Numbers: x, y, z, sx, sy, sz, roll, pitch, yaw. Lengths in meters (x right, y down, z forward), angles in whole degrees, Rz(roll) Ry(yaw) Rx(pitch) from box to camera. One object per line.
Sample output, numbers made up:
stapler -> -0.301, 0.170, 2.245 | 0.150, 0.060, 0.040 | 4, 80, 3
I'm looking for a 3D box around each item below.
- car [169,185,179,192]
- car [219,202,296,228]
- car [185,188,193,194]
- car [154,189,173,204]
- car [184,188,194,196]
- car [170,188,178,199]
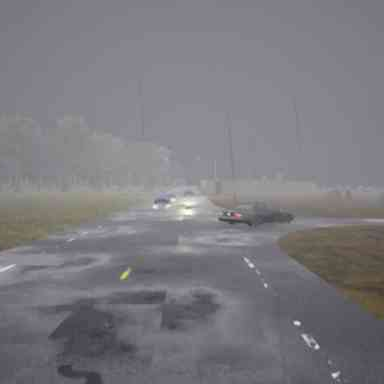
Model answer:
car -> -4.202, -0.562, 77.906 | 2.150, 2.045, 5.566 | 0, 2, -1
car -> 4.080, 1.327, 20.379 | 5.357, 1.411, 2.033 | 0, 0, -38
car -> -0.763, -0.279, 83.782 | 1.837, 1.490, 4.892 | 0, 2, -1
car -> -3.938, 0.798, 44.440 | 1.882, 1.535, 5.008 | 0, 1, 0
car -> -0.658, -0.055, 73.739 | 2.097, 1.767, 4.553 | 0, 2, -1
car -> -4.067, 0.439, 61.769 | 1.812, 1.442, 4.674 | 0, 2, 0
